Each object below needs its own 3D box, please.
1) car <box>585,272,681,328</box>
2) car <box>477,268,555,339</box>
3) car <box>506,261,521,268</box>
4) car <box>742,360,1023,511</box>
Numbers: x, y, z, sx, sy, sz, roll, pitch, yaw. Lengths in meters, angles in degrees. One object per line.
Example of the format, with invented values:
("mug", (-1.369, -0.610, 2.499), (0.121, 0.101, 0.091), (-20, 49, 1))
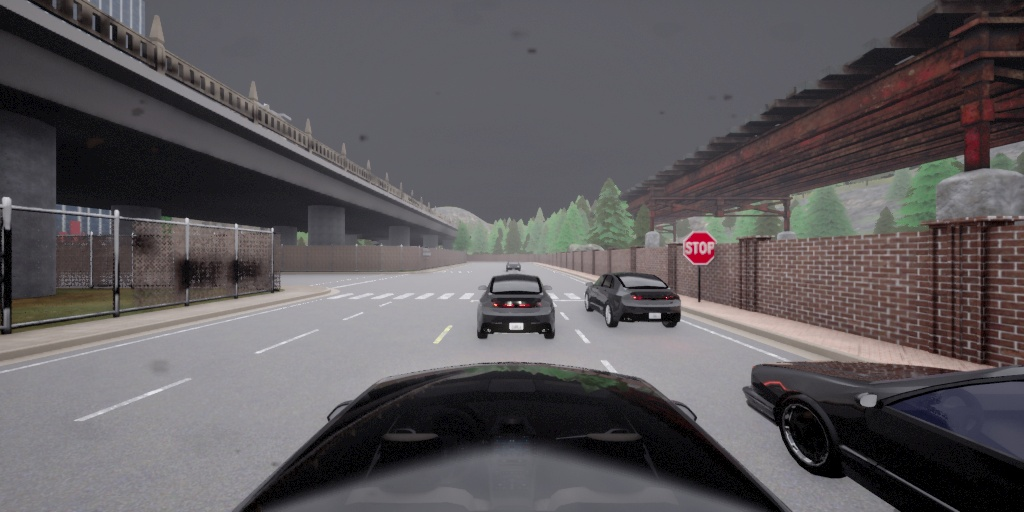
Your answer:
("car", (3.596, 1.255, 11.428), (1.837, 1.490, 4.892), (0, 0, 0))
("car", (0.095, 1.255, 10.067), (1.837, 1.490, 4.892), (0, 0, 0))
("car", (0.164, 1.351, 46.346), (1.895, 1.301, 4.718), (0, 0, -1))
("car", (3.600, 1.297, 1.681), (2.033, 1.411, 5.357), (0, 0, 0))
